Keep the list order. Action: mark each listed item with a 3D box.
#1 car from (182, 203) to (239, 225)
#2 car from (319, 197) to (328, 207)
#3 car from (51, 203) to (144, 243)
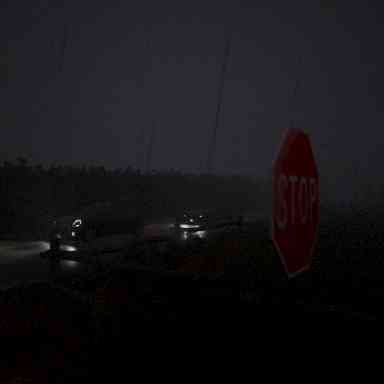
[{"bbox_3d":[1.529,1.533,24.662,2.033,1.411,5.357,0,0,36],"label":"car"},{"bbox_3d":[16.778,1.328,45.547,2.033,1.411,5.357,0,1,-1],"label":"car"},{"bbox_3d":[-4.484,1.345,16.270,2.097,1.767,4.553,0,0,36],"label":"car"}]
